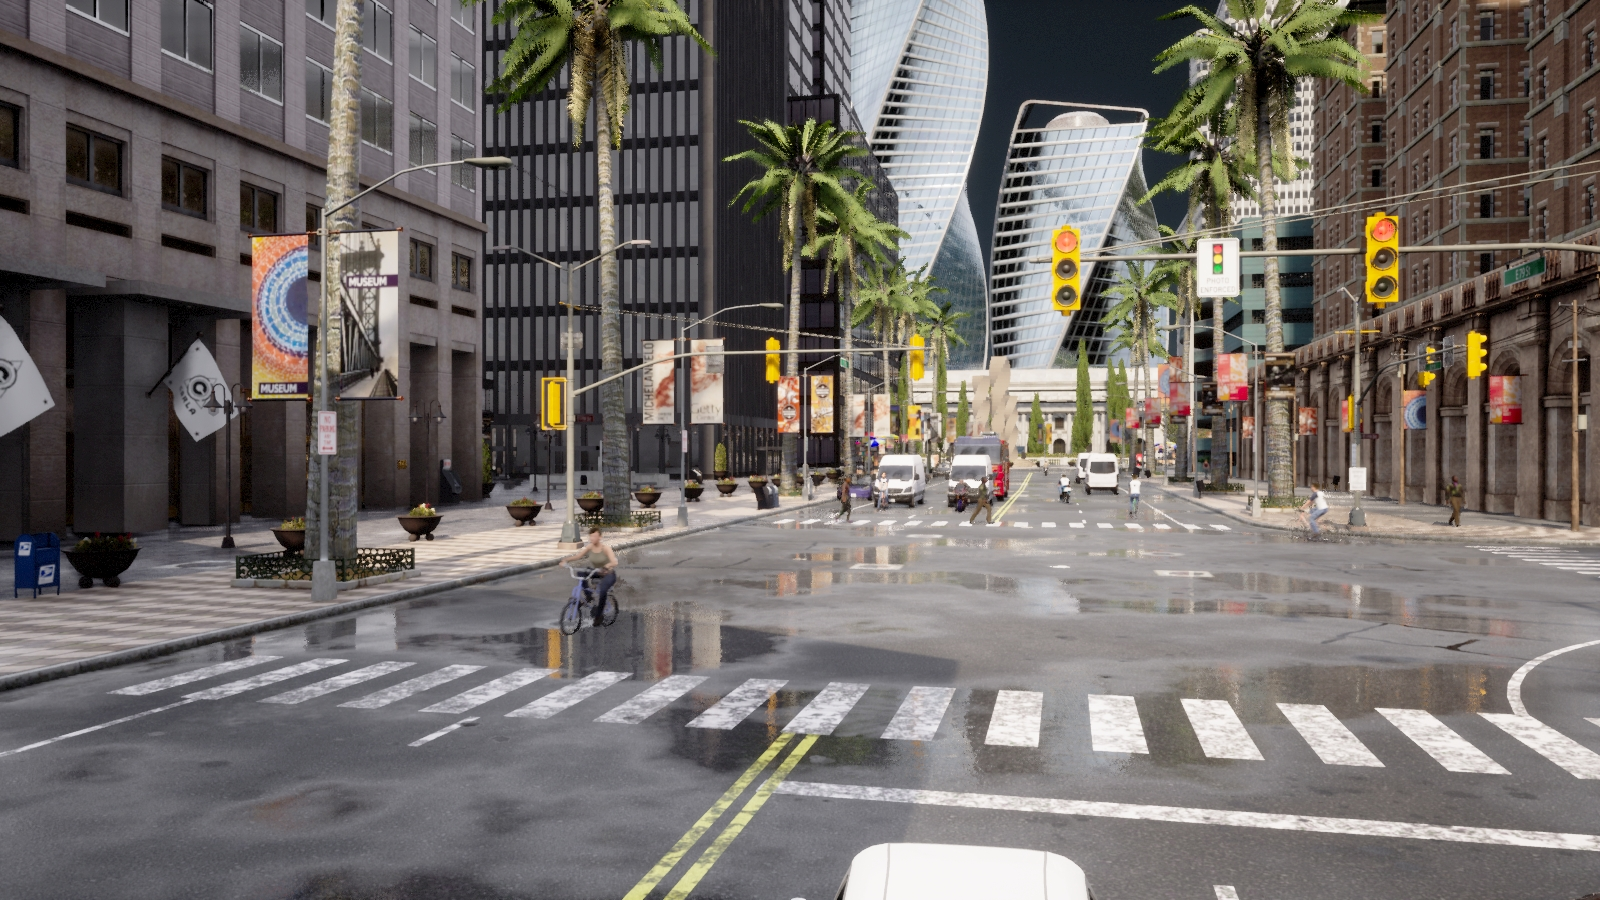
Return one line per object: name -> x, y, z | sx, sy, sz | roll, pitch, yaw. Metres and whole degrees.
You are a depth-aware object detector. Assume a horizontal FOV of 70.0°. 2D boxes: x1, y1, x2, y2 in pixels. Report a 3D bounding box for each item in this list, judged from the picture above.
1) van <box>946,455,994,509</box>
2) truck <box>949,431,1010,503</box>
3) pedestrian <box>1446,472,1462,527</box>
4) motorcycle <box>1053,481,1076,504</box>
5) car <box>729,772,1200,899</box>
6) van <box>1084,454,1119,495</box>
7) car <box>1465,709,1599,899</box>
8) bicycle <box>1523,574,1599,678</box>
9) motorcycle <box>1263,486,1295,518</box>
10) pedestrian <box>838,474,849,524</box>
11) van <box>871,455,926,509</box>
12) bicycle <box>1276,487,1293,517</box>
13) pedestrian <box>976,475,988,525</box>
van -> 8.600, 1.534, 57.397 | 1.988, 2.561, 5.915 | 0, 0, 13
truck -> 10.323, 0.890, 65.040 | 2.891, 3.827, 8.468 | 0, 0, 13
pedestrian -> 22.436, 1.697, 39.200 | 0.375, 1.860, 0.375 | 0, 0, 5
motorcycle -> 13.884, 2.213, 60.038 | 0.803, 1.145, 2.033 | 0, 0, 2
car -> 0.558, 2.120, 3.851 | 1.481, 1.376, 2.207 | 0, 0, 9
van -> 19.709, 1.534, 74.822 | 1.988, 2.561, 5.915 | 0, 0, 13
car -> 3.753, 1.992, 2.523 | 2.152, 1.651, 5.027 | 0, 0, 7
bicycle -> 10.019, 2.256, 14.826 | 0.859, 1.080, 1.487 | 3, 1, 25
motorcycle -> 20.463, 2.205, 48.863 | 0.867, 1.251, 2.209 | 0, 0, 13
pedestrian -> 1.644, 1.849, 43.301 | 0.375, 1.860, 0.375 | 0, 0, 10
van -> 5.034, 1.534, 57.494 | 1.988, 2.561, 5.915 | 0, 0, 13
bicycle -> 20.524, 2.206, 48.420 | 0.373, 1.196, 1.643 | 0, 0, 13
pedestrian -> 6.768, 1.848, 42.540 | 0.375, 1.860, 0.375 | 0, 0, 23
